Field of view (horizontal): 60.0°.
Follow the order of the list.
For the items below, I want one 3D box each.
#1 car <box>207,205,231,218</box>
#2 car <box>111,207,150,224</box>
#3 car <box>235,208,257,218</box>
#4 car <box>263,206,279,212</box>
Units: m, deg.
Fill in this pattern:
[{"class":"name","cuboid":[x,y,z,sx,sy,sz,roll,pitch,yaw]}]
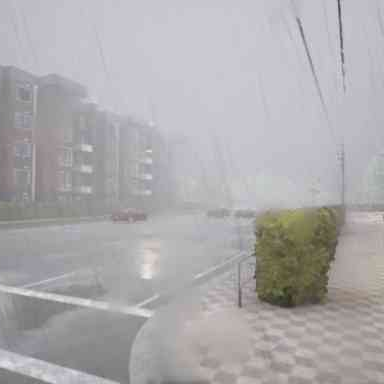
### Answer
[{"class":"car","cuboid":[3.782,2.599,46.290,2.097,1.767,4.553,0,-2,26]},{"class":"car","cuboid":[-6.065,2.307,33.448,1.882,1.535,5.008,0,-2,25]},{"class":"car","cuboid":[7.607,2.878,46.159,1.895,1.301,4.718,0,-2,26]},{"class":"car","cuboid":[10.916,2.622,44.851,2.097,1.767,4.553,0,-2,24]}]
